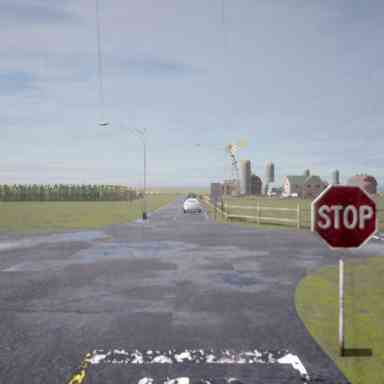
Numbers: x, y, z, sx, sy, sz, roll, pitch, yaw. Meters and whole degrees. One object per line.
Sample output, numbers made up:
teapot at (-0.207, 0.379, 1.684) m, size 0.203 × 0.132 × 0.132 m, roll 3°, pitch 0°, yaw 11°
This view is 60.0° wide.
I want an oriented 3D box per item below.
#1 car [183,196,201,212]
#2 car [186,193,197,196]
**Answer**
car at (0.039, 1.499, 38.388) m, size 1.812 × 1.442 × 4.674 m, roll 0°, pitch 0°, yaw 0°
car at (-0.112, 1.185, 71.130) m, size 2.150 × 2.045 × 5.566 m, roll 0°, pitch 0°, yaw 0°
